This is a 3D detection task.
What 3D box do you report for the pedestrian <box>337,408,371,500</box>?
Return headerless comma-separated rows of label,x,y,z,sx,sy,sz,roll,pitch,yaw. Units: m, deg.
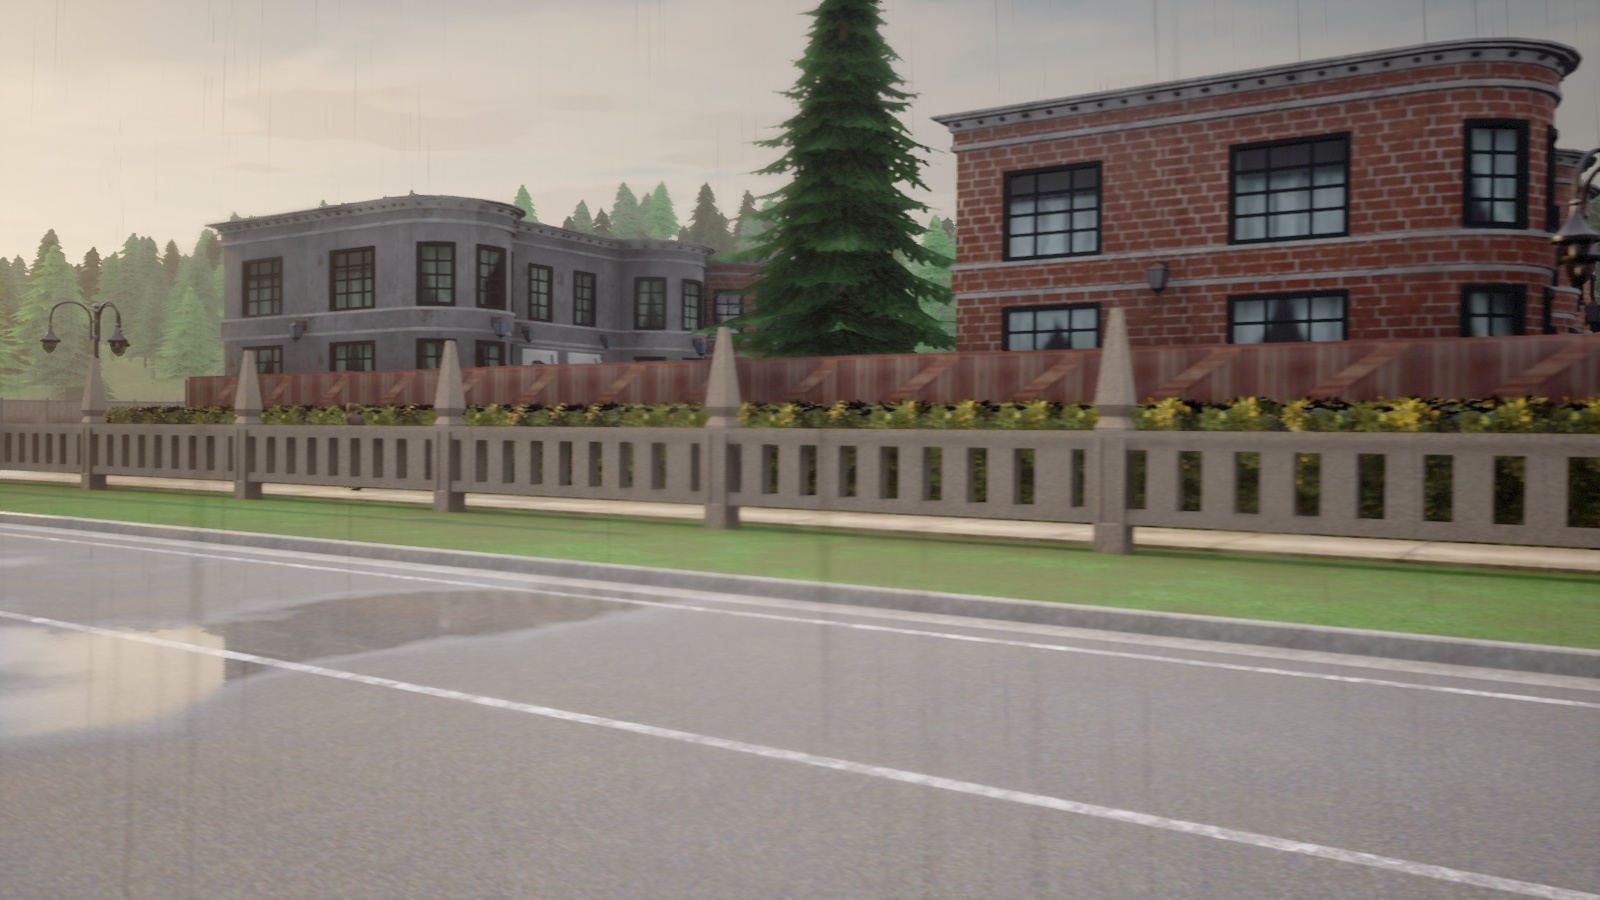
pedestrian,-9.048,0.075,25.451,0.634,1.846,0.331,0,1,37
